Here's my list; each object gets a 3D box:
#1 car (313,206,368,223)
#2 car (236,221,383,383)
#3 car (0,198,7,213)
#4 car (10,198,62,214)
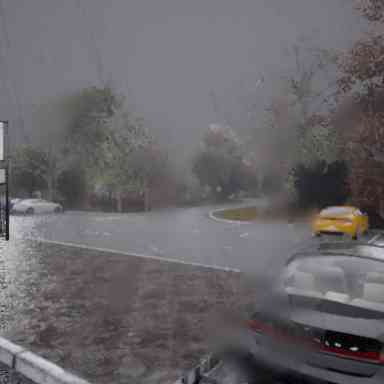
[{"bbox_3d":[7.696,1.457,17.016,2.097,1.535,5.008,0,0,36],"label":"car"},{"bbox_3d":[2.349,1.473,4.763,2.231,1.521,4.892,0,0,36],"label":"car"},{"bbox_3d":[-18.048,1.377,35.400,2.097,1.535,5.008,0,0,36],"label":"car"},{"bbox_3d":[-15.490,1.425,33.564,2.002,1.452,4.674,0,0,36],"label":"car"}]
